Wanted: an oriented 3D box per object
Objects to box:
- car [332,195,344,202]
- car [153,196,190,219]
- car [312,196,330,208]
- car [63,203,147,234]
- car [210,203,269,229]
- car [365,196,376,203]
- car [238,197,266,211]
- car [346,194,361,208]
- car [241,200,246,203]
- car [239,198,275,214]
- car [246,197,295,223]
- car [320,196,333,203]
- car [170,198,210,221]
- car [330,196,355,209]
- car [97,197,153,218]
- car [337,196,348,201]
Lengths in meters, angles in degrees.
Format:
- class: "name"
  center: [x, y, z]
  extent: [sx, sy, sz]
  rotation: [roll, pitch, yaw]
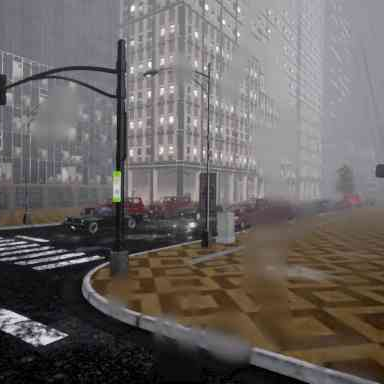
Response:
- class: "car"
  center: [36.140, 1.571, 82.468]
  extent: [1.752, 1.417, 4.829]
  rotation: [1, 1, 35]
- class: "car"
  center: [-1.843, 1.283, 28.964]
  extent: [2.192, 1.841, 5.009]
  rotation: [1, 0, 35]
- class: "car"
  center: [19.089, 1.651, 49.001]
  extent: [1.994, 1.385, 4.181]
  rotation: [1, 1, 35]
- class: "car"
  center: [-5.164, 1.595, 19.747]
  extent: [1.895, 1.301, 4.718]
  rotation: [1, 1, 35]
- class: "car"
  center: [3.223, 1.668, 22.038]
  extent: [1.802, 1.307, 4.206]
  rotation: [1, 0, 35]
- class: "car"
  center: [39.470, 1.598, 73.528]
  extent: [1.967, 1.590, 4.097]
  rotation: [1, 1, 35]
- class: "car"
  center: [7.658, 1.431, 42.293]
  extent: [1.967, 1.590, 4.097]
  rotation: [1, 0, 35]
- class: "car"
  center: [25.388, 1.366, 52.881]
  extent: [2.150, 2.045, 5.566]
  rotation: [1, 1, 35]
- class: "car"
  center: [4.480, 1.619, 28.325]
  extent: [1.994, 1.385, 4.181]
  rotation: [1, 1, 35]
- class: "car"
  center: [7.404, 1.516, 37.532]
  extent: [2.128, 1.511, 4.902]
  rotation: [1, 0, 35]
- class: "car"
  center: [6.712, 1.409, 26.966]
  extent: [2.192, 1.841, 5.009]
  rotation: [1, 0, 35]
- class: "car"
  center: [29.833, 1.617, 73.548]
  extent: [1.802, 1.307, 4.206]
  rotation: [1, 1, 35]
- class: "car"
  center: [0.690, 1.486, 28.054]
  extent: [1.882, 1.535, 5.008]
  rotation: [1, 1, 35]
- class: "car"
  center: [21.361, 1.656, 47.119]
  extent: [1.812, 1.442, 4.674]
  rotation: [1, 1, 35]
- class: "car"
  center: [-5.498, 1.275, 23.794]
  extent: [2.192, 1.841, 5.009]
  rotation: [1, 0, 35]
- class: "car"
  center: [39.425, 1.624, 87.115]
  extent: [1.947, 1.339, 4.313]
  rotation: [1, 1, 35]
